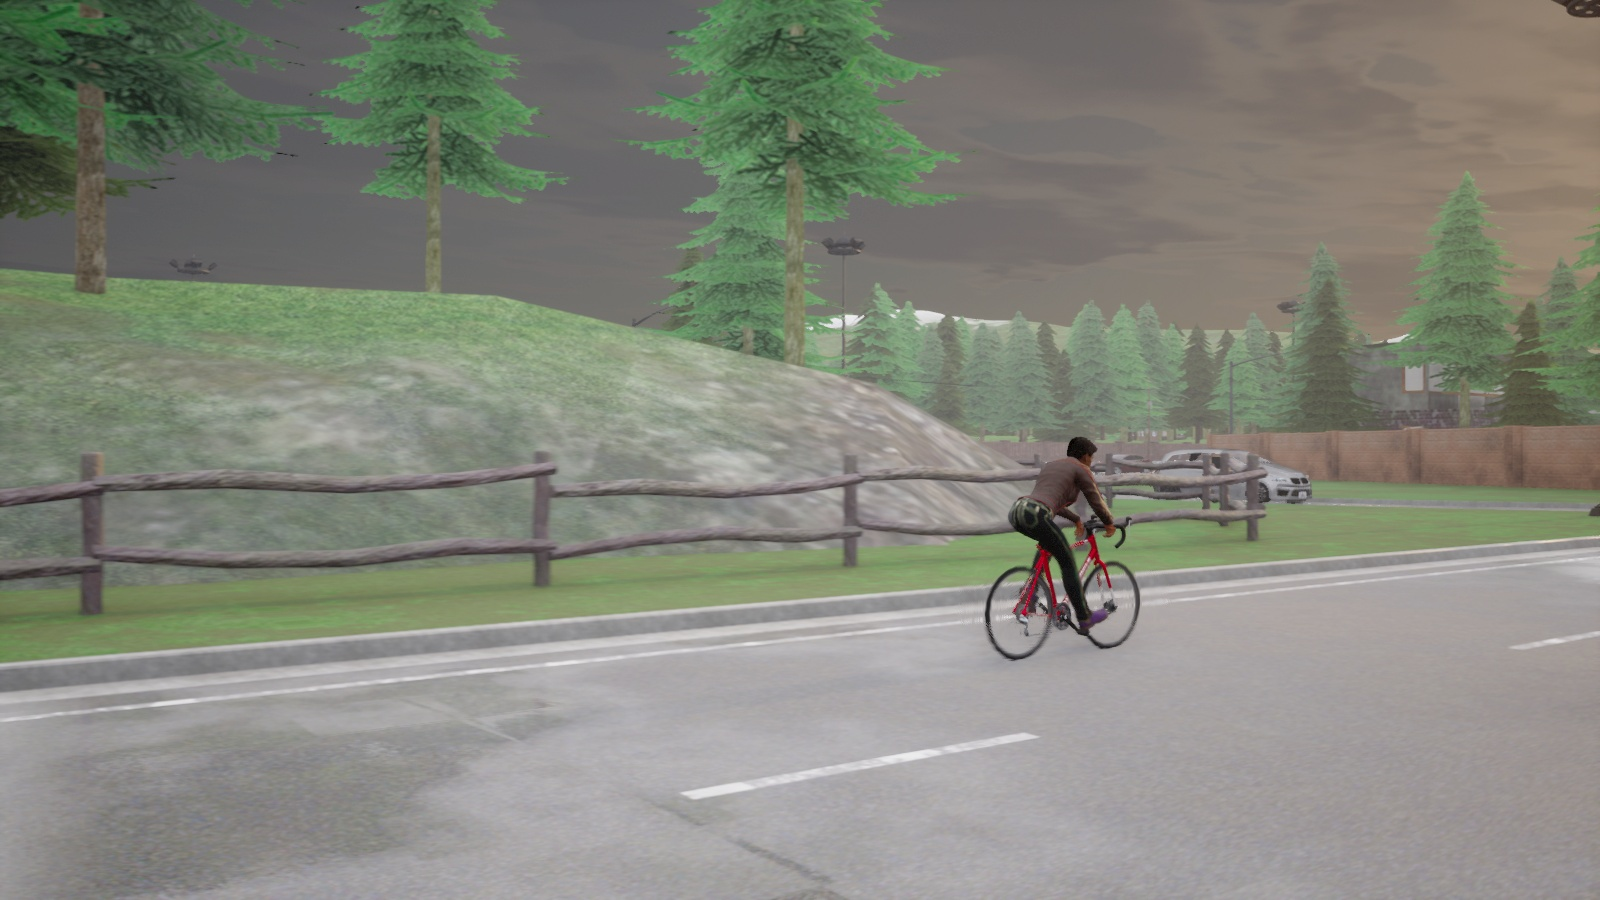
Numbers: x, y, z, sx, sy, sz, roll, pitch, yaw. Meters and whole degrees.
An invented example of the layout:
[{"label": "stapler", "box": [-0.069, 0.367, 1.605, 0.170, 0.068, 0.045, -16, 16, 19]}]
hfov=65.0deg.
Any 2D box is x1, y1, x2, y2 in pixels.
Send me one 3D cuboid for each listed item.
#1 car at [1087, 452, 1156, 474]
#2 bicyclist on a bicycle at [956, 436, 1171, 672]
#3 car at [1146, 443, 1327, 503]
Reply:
[{"label": "car", "box": [22.411, 0.891, 87.532, 5.008, 1.535, 1.882, 0, 0, -35]}, {"label": "bicyclist on a bicycle", "box": [1.977, 0.717, 9.321, 1.656, 1.620, 0.582, 0, 0, -35]}, {"label": "car", "box": [12.976, 0.654, 37.575, 2.242, 1.667, 4.611, 0, 0, -38]}]
